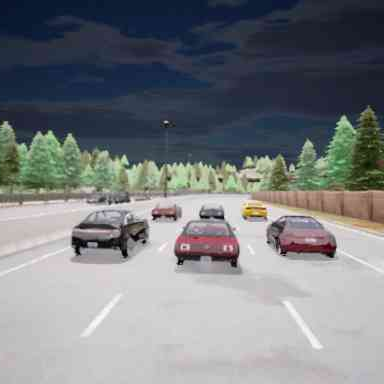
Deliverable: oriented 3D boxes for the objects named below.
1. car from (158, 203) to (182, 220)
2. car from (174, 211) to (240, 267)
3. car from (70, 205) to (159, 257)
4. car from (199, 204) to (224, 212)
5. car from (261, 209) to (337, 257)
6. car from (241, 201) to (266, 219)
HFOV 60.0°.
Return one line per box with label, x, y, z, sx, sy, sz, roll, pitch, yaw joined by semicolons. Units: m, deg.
car;-1.896;1.516;26.505;1.895;1.301;4.718;1;0;5
car;0.565;1.591;11.545;1.895;1.301;4.718;1;0;4
car;-2.864;1.411;12.587;2.128;1.511;4.902;1;0;4
car;1.594;1.584;26.252;1.895;1.301;4.718;1;0;5
car;4.208;1.620;13.377;1.994;1.385;4.181;1;0;4
car;5.319;1.527;28.978;1.882;1.535;5.008;1;0;4
